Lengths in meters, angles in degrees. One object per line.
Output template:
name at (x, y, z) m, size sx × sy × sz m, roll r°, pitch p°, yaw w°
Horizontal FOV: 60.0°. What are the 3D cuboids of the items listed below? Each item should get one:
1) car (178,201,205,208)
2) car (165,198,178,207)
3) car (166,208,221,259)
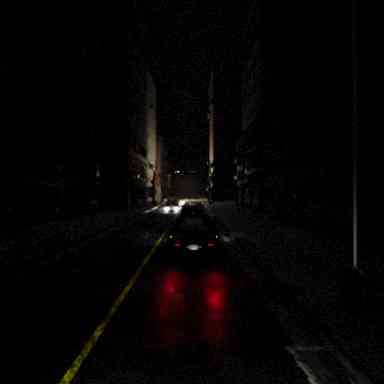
car at (0.064, 1.487, 28.041) m, size 1.882 × 1.535 × 5.008 m, roll 0°, pitch 0°, yaw 0°
car at (-3.080, 1.609, 51.590) m, size 1.895 × 1.301 × 4.718 m, roll 0°, pitch 0°, yaw 0°
car at (0.070, 1.530, 12.504) m, size 1.812 × 1.442 × 4.674 m, roll 0°, pitch 0°, yaw 0°
